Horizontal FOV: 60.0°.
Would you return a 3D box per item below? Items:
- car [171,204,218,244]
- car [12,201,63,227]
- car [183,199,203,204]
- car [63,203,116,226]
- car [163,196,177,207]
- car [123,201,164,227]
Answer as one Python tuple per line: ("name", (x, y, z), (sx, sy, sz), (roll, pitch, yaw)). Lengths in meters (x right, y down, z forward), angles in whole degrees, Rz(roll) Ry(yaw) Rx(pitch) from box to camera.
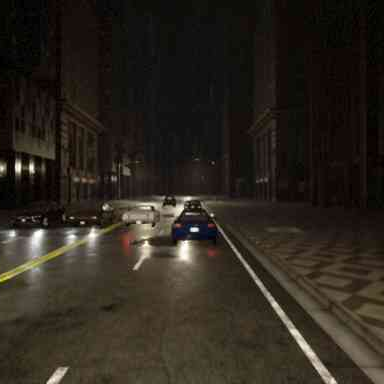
("car", (0.101, 1.488, 15.425), (1.994, 1.385, 4.181), (0, 0, 0))
("car", (-9.765, 1.401, 21.696), (1.837, 1.490, 4.892), (0, 0, 0))
("car", (0.085, 1.391, 32.258), (2.033, 1.411, 5.357), (0, 0, 0))
("car", (-6.506, 1.439, 22.431), (2.033, 1.411, 5.357), (0, 0, 0))
("car", (-3.146, 1.320, 47.394), (2.033, 1.411, 5.357), (0, 0, 0))
("car", (-3.149, 1.494, 21.896), (1.895, 1.301, 4.718), (0, 0, 0))
